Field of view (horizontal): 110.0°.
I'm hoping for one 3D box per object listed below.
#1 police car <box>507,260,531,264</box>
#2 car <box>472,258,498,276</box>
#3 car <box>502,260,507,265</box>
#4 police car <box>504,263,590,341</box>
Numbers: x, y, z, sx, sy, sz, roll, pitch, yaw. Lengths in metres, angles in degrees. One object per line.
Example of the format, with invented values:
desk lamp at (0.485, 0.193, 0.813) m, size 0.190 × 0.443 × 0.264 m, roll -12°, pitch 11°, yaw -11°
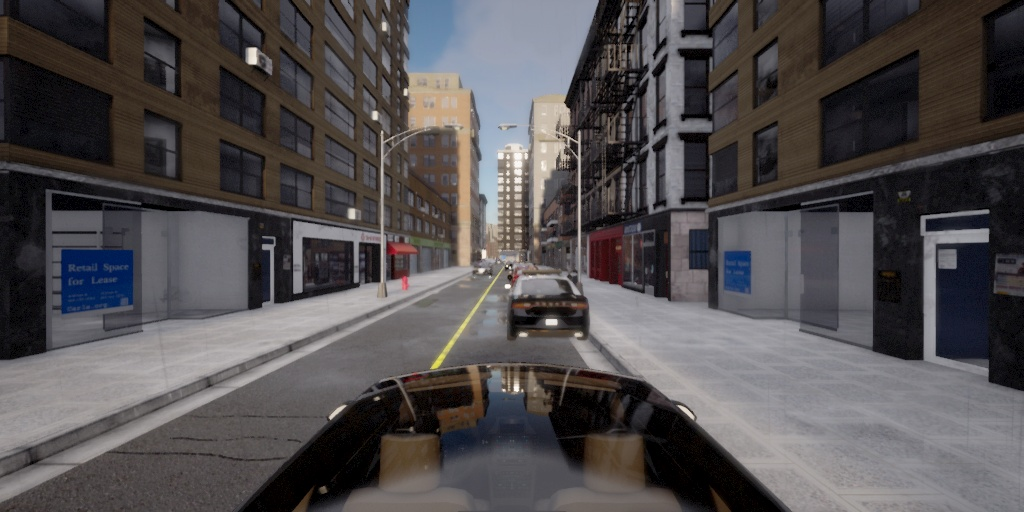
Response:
police car at (0.804, 1.161, 26.033) m, size 1.930 × 1.638 × 5.238 m, roll 0°, pitch 0°, yaw 0°
car at (-2.879, 1.220, 36.206) m, size 2.128 × 1.511 × 4.902 m, roll 0°, pitch 0°, yaw 0°
car at (0.003, 1.324, 47.863) m, size 1.895 × 1.301 × 4.718 m, roll 0°, pitch 0°, yaw 1°
police car at (0.819, 1.171, 10.033) m, size 1.930 × 1.638 × 5.238 m, roll 0°, pitch 0°, yaw 0°
